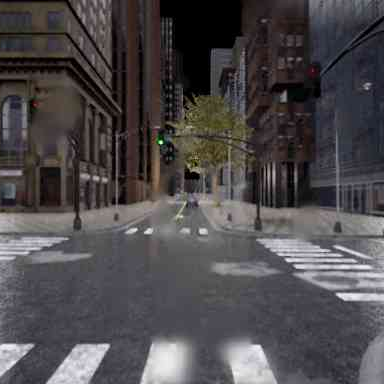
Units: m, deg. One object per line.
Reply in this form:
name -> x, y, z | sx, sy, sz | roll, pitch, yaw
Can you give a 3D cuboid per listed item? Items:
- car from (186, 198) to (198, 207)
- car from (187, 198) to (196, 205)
car -> 0.020, 1.763, 58.984 | 2.097, 1.767, 4.553 | 0, 0, 0
car -> -0.049, 1.951, 68.946 | 1.812, 1.442, 4.674 | 0, 0, 0
